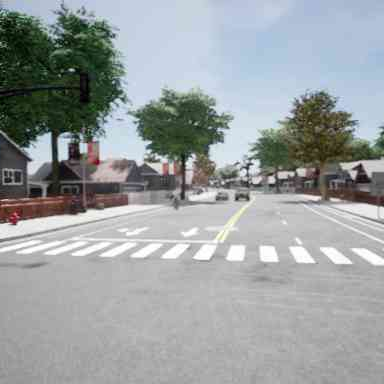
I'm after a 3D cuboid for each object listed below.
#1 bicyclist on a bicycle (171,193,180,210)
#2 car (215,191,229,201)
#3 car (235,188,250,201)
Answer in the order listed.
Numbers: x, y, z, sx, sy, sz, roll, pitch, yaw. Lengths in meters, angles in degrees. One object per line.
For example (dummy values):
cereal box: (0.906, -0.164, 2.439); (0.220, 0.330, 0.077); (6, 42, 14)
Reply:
bicyclist on a bicycle: (-1.560, 0.952, 32.775); (0.866, 1.612, 1.509); (0, 1, 10)
car: (4.919, 0.651, 53.835); (1.812, 1.442, 4.674); (0, 1, 13)
car: (8.087, 0.332, 53.116); (2.150, 2.045, 5.566); (0, 1, 13)
